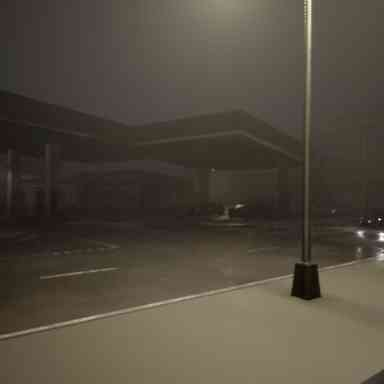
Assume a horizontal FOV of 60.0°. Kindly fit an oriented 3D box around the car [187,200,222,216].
[{"bbox_3d":[1.399,1.673,33.665,3.806,1.475,1.970,1,0,-35],"label":"car"}]

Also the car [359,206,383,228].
[{"bbox_3d":[13.790,1.770,23.537,4.892,1.490,1.837,1,-1,-35],"label":"car"}]

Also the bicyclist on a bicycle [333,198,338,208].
[{"bbox_3d":[24.268,1.857,56.275,1.656,1.620,0.582,1,0,-36],"label":"bicyclist on a bicycle"}]

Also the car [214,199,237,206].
[{"bbox_3d":[6.714,2.080,67.634,1.895,1.301,4.718,1,0,-36],"label":"car"}]

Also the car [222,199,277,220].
[{"bbox_3d":[5.355,1.521,29.429,4.611,1.667,2.242,1,0,-35],"label":"car"}]

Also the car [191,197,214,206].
[{"bbox_3d":[2.108,1.908,67.974,1.882,1.535,5.008,1,0,-36],"label":"car"}]
